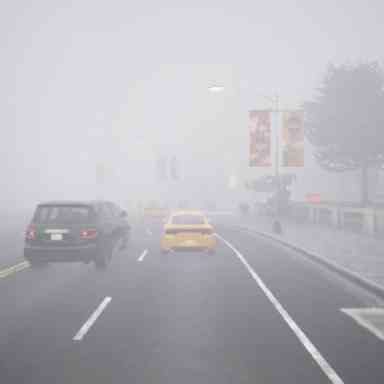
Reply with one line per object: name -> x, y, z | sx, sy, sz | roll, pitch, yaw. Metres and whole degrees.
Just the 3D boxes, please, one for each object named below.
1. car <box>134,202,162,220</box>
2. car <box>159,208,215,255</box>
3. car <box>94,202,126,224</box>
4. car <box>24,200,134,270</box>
car -> -4.034, 1.606, 29.627 | 1.882, 1.535, 5.008 | 0, 0, -24
car -> -0.227, 1.537, 13.704 | 1.882, 1.535, 5.008 | 0, 0, -3
car -> -6.917, 1.626, 27.548 | 1.837, 1.490, 4.892 | 0, 0, -23
car -> -3.590, 1.273, 11.392 | 2.150, 2.045, 5.566 | 0, 0, -1
